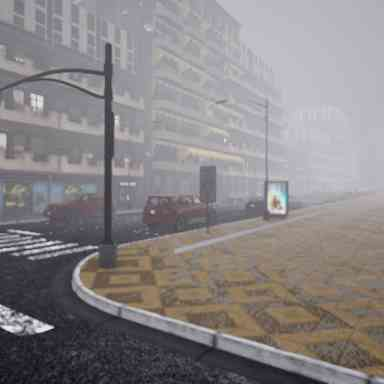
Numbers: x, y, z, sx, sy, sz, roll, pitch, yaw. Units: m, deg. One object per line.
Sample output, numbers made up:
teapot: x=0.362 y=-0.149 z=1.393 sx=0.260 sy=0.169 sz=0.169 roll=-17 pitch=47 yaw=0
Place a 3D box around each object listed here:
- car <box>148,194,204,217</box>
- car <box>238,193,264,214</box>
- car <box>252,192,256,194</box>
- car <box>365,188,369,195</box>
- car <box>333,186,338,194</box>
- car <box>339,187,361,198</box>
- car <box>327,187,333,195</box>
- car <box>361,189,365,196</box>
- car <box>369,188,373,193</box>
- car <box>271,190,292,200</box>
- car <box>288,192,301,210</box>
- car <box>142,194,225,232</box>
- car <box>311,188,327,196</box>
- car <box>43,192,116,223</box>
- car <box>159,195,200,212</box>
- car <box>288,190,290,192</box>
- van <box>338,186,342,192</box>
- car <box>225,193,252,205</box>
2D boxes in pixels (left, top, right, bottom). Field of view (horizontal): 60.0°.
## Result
car: x=-1.192 y=1.009 z=27.202 sx=1.882 sy=1.535 sz=5.008 roll=0 pitch=1 yaw=35
car: x=5.801 y=1.047 z=27.085 sx=1.947 sy=1.339 sz=4.313 roll=2 pitch=2 yaw=35
car: x=8.403 y=0.715 z=45.474 sx=1.802 sy=1.307 sz=4.206 roll=2 pitch=2 yaw=35
car: x=34.348 y=0.073 z=68.041 sx=1.887 sy=1.381 sz=4.507 roll=2 pitch=2 yaw=35
car: x=33.774 y=-0.279 z=81.868 sx=1.967 sy=1.590 sz=4.097 roll=2 pitch=2 yaw=35
car: x=28.005 y=0.286 z=58.940 sx=1.887 sy=1.381 sz=4.507 roll=2 pitch=2 yaw=35
car: x=30.602 y=-0.067 z=77.322 sx=1.887 sy=1.381 sz=4.507 roll=2 pitch=2 yaw=35
car: x=31.177 y=0.075 z=63.487 sx=1.967 sy=1.590 sz=4.097 roll=2 pitch=2 yaw=35
car: x=37.520 y=-0.035 z=72.592 sx=1.887 sy=1.381 sz=4.507 roll=2 pitch=2 yaw=35
car: x=14.746 y=0.466 z=54.573 sx=1.887 sy=1.381 sz=4.507 roll=2 pitch=2 yaw=35
car: x=8.972 y=0.943 z=31.636 sx=1.947 sy=1.339 sz=4.313 roll=2 pitch=2 yaw=35
car: x=-0.542 y=1.004 z=17.977 sx=2.192 sy=1.841 sz=5.009 roll=2 pitch=2 yaw=35
car: x=27.431 y=-0.064 z=72.768 sx=1.967 sy=1.590 sz=4.097 roll=2 pitch=2 yaw=35
car: x=-7.451 y=0.972 z=22.718 sx=2.192 sy=1.841 sz=5.009 roll=2 pitch=2 yaw=35
car: x=-1.111 y=1.031 z=31.825 sx=1.802 sy=1.307 sz=4.206 roll=2 pitch=2 yaw=35
car: x=12.416 y=0.434 z=46.611 sx=2.097 sy=1.767 sz=4.553 roll=0 pitch=1 yaw=35
van: x=36.946 y=-0.486 z=86.415 sx=1.690 sy=1.788 sz=3.998 roll=2 pitch=2 yaw=35
car: x=5.232 y=0.790 z=40.924 sx=2.008 sy=1.369 sz=4.403 roll=2 pitch=2 yaw=35
